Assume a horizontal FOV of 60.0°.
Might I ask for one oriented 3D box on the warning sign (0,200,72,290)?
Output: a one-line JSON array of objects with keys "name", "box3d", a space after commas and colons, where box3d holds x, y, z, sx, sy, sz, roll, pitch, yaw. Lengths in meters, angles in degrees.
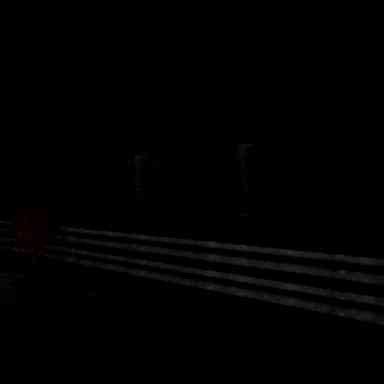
[{"name": "warning sign", "box3d": [-3.715, 1.129, 7.812, 1.060, 1.860, 1.300, 0, 0, 36]}]
